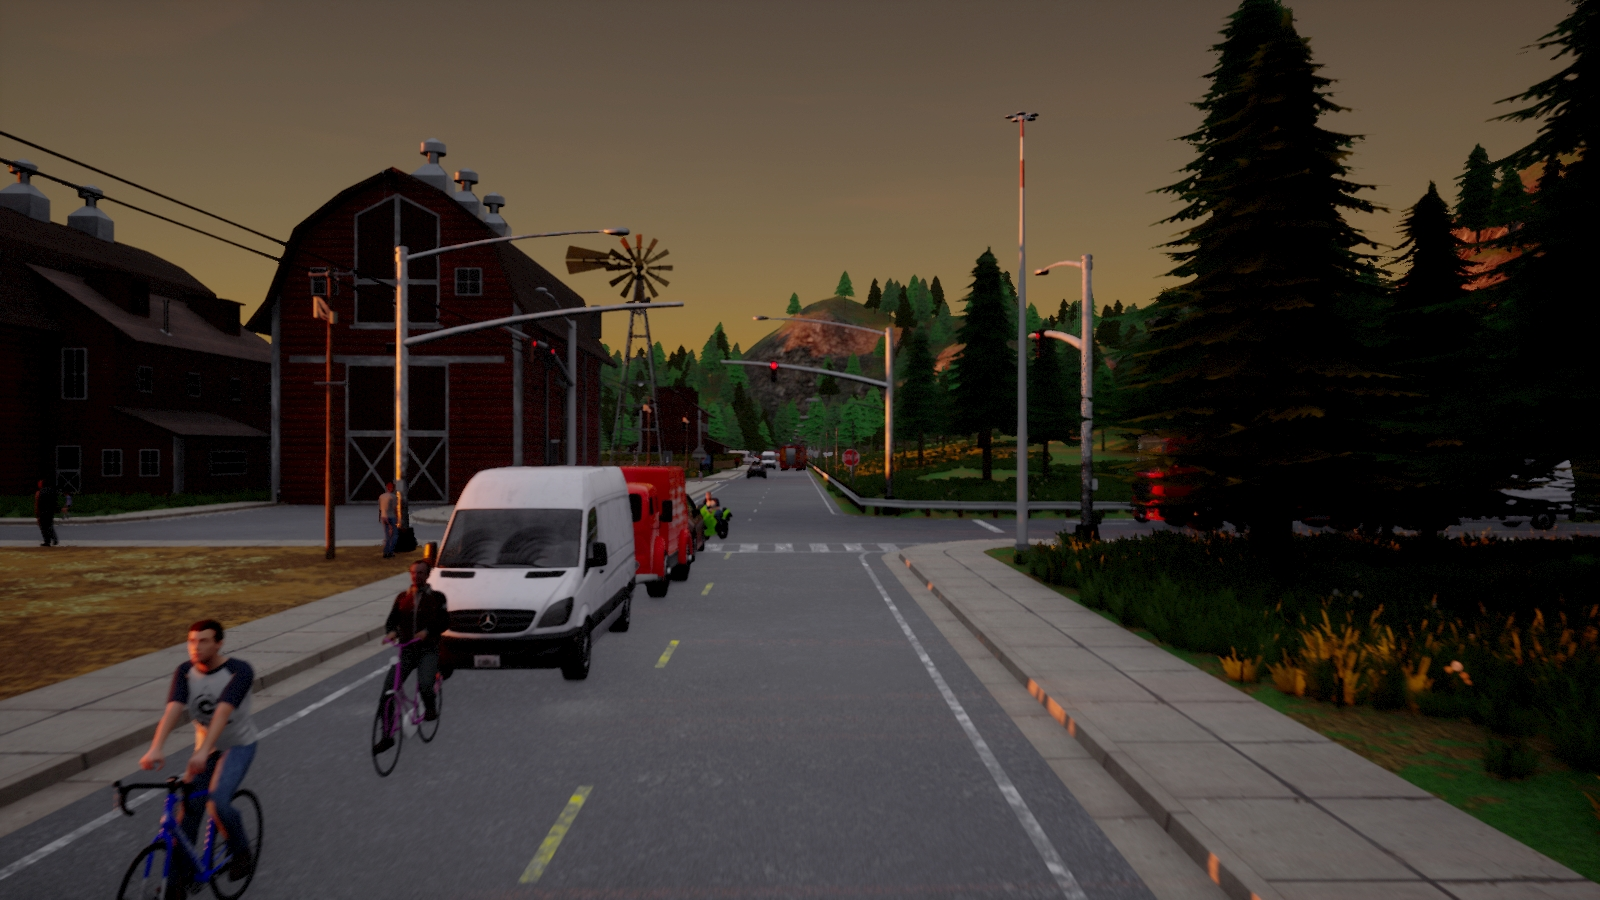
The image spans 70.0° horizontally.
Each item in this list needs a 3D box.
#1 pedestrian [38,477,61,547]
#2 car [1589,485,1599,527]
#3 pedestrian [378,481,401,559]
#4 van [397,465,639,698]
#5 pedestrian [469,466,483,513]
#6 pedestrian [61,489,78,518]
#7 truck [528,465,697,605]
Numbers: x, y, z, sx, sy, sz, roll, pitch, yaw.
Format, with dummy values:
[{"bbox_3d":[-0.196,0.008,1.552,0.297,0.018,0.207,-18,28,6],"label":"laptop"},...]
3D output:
[{"bbox_3d":[-20.180,1.671,30.715,0.375,1.860,0.375,0,0,6],"label":"pedestrian"},{"bbox_3d":[30.532,2.010,40.672,3.633,1.501,1.845,0,0,-1],"label":"car"},{"bbox_3d":[-9.916,1.675,27.588,0.375,1.860,0.375,0,0,18],"label":"pedestrian"},{"bbox_3d":[-3.622,1.534,15.958,1.988,2.561,5.915,0,0,-1],"label":"van"},{"bbox_3d":[-13.088,1.585,46.152,0.375,1.860,0.375,0,0,24],"label":"pedestrian"},{"bbox_3d":[-28.045,2.047,43.863,0.500,1.100,0.500,0,0,-29],"label":"pedestrian"},{"bbox_3d":[-3.623,1.567,23.271,2.627,2.467,5.204,0,0,-1],"label":"truck"}]
